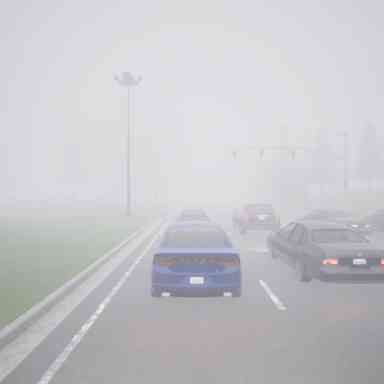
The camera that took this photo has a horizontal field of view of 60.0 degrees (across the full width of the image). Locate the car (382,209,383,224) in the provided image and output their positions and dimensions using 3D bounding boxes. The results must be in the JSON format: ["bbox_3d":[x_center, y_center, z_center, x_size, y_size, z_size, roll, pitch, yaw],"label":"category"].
[{"bbox_3d":[10.537,1.547,17.081,2.033,1.411,5.357,0,0,2],"label":"car"}]

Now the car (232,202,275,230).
[{"bbox_3d":[3.567,1.351,19.122,2.097,1.767,4.553,0,0,0],"label":"car"}]

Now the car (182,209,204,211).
[{"bbox_3d":[0.068,1.563,17.382,1.994,1.385,4.181,0,0,0],"label":"car"}]

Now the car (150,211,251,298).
[{"bbox_3d":[0.086,1.477,8.596,1.882,1.535,5.008,0,0,0],"label":"car"}]

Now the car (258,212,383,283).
[{"bbox_3d":[3.581,1.546,9.656,2.033,1.411,5.357,0,0,0],"label":"car"}]

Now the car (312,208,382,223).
[{"bbox_3d":[7.101,1.547,17.221,2.033,1.411,5.357,0,0,-3],"label":"car"}]
